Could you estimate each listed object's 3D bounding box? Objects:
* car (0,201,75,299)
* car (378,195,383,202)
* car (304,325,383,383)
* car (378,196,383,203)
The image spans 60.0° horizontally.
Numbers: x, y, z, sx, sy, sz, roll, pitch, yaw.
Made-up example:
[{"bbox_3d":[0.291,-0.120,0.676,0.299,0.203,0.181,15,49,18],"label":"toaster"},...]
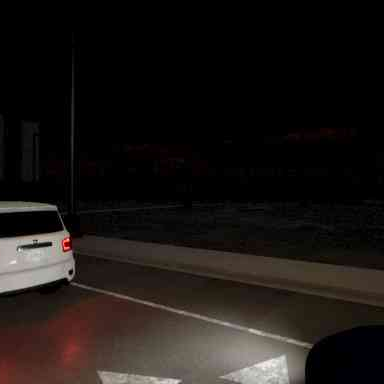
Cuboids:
[{"bbox_3d":[-5.017,1.219,7.565,5.566,2.045,2.150,0,0,35],"label":"car"},{"bbox_3d":[39.940,1.369,67.943,1.853,1.218,4.536,1,1,6],"label":"car"},{"bbox_3d":[3.020,1.516,1.833,4.674,1.442,1.812,0,0,35],"label":"car"},{"bbox_3d":[39.934,1.527,67.893,2.038,1.542,4.974,1,1,6],"label":"car"}]
